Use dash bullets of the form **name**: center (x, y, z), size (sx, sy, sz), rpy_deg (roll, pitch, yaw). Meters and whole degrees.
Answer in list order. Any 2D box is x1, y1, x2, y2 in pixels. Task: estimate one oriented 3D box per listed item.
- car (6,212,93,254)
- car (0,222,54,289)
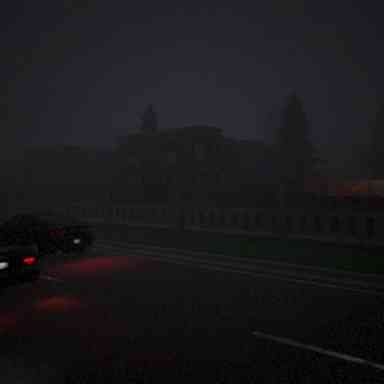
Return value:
- **car**: center (-5.827, 1.481, 12.450), size (5.008, 1.535, 1.882), rpy_deg (0, 0, 36)
- **car**: center (-5.926, 1.550, 8.220), size (5.357, 1.411, 2.033), rpy_deg (0, 0, 36)
